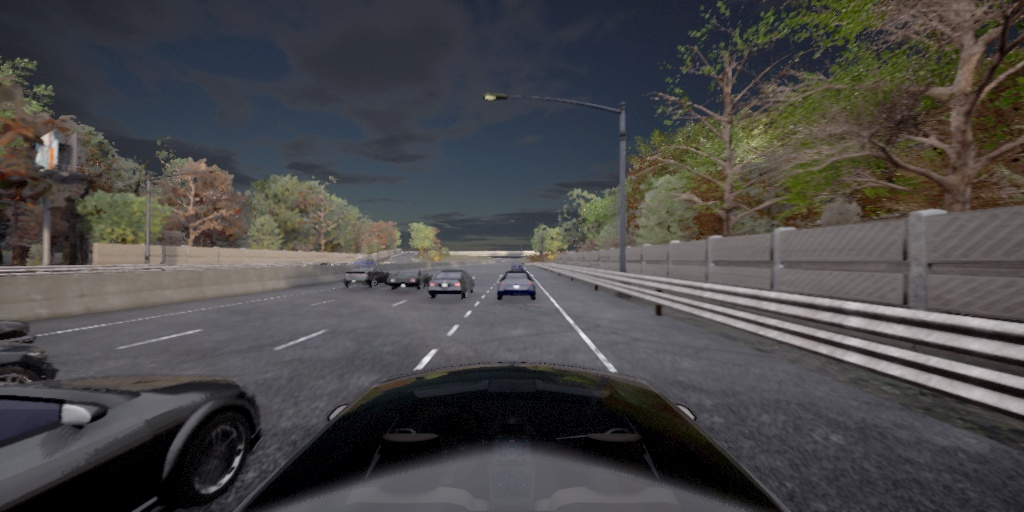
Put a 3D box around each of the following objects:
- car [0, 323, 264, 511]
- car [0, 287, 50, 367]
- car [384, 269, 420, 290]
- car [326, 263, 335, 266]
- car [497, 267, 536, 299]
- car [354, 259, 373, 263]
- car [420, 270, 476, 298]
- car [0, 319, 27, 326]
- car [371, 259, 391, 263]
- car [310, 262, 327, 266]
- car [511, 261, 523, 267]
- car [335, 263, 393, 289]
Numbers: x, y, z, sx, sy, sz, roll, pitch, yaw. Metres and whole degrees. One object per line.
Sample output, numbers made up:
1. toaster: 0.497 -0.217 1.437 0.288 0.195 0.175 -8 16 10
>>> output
1. car: -3.415 1.308 1.745 1.994 1.385 4.181 0 -1 1
2. car: -10.377 1.304 4.569 2.033 1.411 5.357 0 -1 1
3. car: -6.582 1.537 24.029 1.895 1.301 4.718 0 -1 1
4. car: -27.209 1.795 57.334 1.994 1.385 4.181 0 -1 1
5. car: 0.244 1.470 19.262 1.994 1.385 4.181 0 -1 1
6. car: -23.711 1.461 57.291 2.150 2.045 5.566 0 -1 1
7. car: -3.151 1.449 19.479 2.033 1.411 5.357 0 -1 1
8. car: -6.900 1.272 2.699 1.812 1.442 4.674 0 -1 1
9. car: -20.217 1.723 57.361 1.882 1.535 5.008 0 -1 1
10. car: -30.706 1.725 57.174 1.837 1.490 4.892 0 0 1
11. car: 0.879 1.686 61.865 2.097 1.767 4.553 0 -1 1
12. car: -10.064 1.433 25.311 2.128 1.511 4.902 0 -1 1
